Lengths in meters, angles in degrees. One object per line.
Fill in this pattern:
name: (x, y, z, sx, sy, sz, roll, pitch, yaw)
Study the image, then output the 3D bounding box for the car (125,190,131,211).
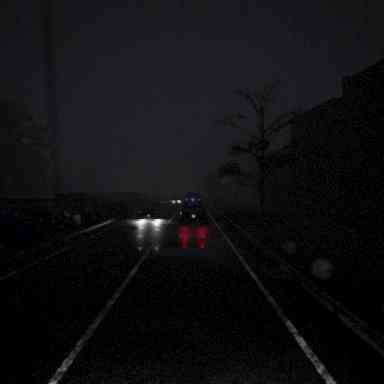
car: (-8.891, 1.100, 30.856, 5.566, 2.045, 2.435, 0, 0, 0)

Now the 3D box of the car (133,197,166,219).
car: (-3.348, 1.432, 28.235, 2.033, 1.411, 5.357, 0, 0, 0)

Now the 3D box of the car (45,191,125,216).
car: (-8.887, 1.111, 28.053, 5.566, 2.045, 2.435, 0, 0, 0)

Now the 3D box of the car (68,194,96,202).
car: (-22.040, 1.145, 66.533, 4.892, 1.521, 2.231, 0, 1, 0)

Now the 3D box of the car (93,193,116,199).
car: (-21.883, 0.947, 83.184, 5.366, 1.575, 1.946, 0, 1, 0)

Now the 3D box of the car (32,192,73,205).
car: (-21.999, 1.013, 52.647, 5.566, 2.045, 2.435, 0, 0, 0)

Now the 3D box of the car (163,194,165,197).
car: (-8.978, 1.109, 72.915, 4.674, 1.452, 2.002, 0, 1, 0)

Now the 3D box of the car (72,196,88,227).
car: (-8.936, 1.268, 19.644, 4.553, 1.767, 2.185, 0, 0, 0)

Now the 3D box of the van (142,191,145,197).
van: (-9.054, 1.072, 44.873, 4.442, 1.987, 1.878, 0, 0, 0)

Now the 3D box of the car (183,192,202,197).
car: (0.104, 1.044, 41.515, 2.150, 2.045, 5.566, 0, 0, 0)

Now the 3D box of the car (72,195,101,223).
car: (-8.877, 1.258, 22.447, 4.553, 1.767, 2.185, 0, 0, 0)

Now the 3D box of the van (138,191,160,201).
van: (-9.088, 0.876, 70.109, 4.442, 1.987, 1.878, 0, 1, 0)

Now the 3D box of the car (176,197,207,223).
car: (0.100, 1.391, 24.526, 2.128, 1.511, 4.902, 0, 0, 0)

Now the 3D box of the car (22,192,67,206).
car: (-22.053, 1.029, 49.870, 5.566, 2.045, 2.435, 0, 0, 0)

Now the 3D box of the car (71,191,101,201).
car: (-22.021, 0.861, 69.304, 5.566, 2.045, 2.435, 0, 1, 0)

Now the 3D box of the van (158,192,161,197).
van: (-8.847, 0.940, 64.499, 4.442, 1.987, 1.878, 0, 1, 0)

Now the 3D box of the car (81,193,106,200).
car: (-22.063, 1.047, 74.859, 5.008, 1.535, 2.097, 0, 1, 0)

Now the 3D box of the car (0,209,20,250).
car: (-8.864, 1.456, 11.235, 4.792, 1.488, 2.163, 0, 0, 0)

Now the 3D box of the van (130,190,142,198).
van: (-9.051, 1.083, 42.069, 4.442, 1.987, 1.878, 0, 0, 0)

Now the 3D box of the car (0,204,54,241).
car: (-8.892, 1.415, 14.038, 5.008, 1.535, 2.097, 0, 0, 0)

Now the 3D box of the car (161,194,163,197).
car: (-8.962, 1.134, 67.309, 5.008, 1.535, 2.097, 0, 1, 0)

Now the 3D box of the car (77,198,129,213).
car: (-8.920, 1.381, 33.661, 4.674, 1.452, 2.002, 0, 0, 0)

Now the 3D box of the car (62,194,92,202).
car: (-22.037, 1.174, 63.755, 5.008, 1.535, 2.097, 0, 1, 0)

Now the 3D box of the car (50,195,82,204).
car: (-22.006, 1.258, 58.207, 4.792, 1.488, 2.163, 0, 0, 0)

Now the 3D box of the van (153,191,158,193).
van: (-9.077, 0.967, 61.698, 4.442, 1.987, 1.878, 0, 1, 0)

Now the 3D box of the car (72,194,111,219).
car: (-8.881, 1.247, 25.250, 4.553, 1.767, 2.185, 0, 0, 0)

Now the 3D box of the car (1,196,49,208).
car: (-22.203, 1.299, 44.320, 5.366, 1.575, 1.946, 0, 0, 0)

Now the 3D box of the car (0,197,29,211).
car: (-21.981, 1.352, 38.769, 4.792, 1.488, 2.163, 0, 0, 0)

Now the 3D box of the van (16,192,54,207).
van: (-22.137, 1.065, 47.094, 4.442, 1.987, 1.878, 0, 0, 0)

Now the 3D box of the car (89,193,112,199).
car: (-22.094, 1.012, 80.409, 4.792, 1.488, 2.163, 0, 1, 0)

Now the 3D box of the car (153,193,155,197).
car: (-8.955, 1.261, 53.286, 4.892, 1.521, 2.231, 0, 0, 0)

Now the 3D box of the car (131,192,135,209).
car: (-8.958, 1.205, 36.463, 4.553, 1.767, 2.185, 0, 0, 0)

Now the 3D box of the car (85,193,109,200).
car: (-22.067, 1.016, 77.634, 4.892, 1.521, 2.231, 0, 1, 0)

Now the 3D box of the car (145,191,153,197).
car: (-8.913, 1.036, 47.677, 5.566, 2.045, 2.435, 0, 0, 0)

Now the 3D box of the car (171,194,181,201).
car: (-3.247, 1.147, 70.542, 1.994, 1.385, 4.181, 0, 1, 0)

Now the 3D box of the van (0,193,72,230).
van: (-8.784, 1.179, 16.840, 4.442, 1.987, 1.878, 0, 0, 0)

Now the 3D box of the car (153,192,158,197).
car: (-8.986, 1.250, 58.897, 4.792, 1.488, 2.163, 0, 1, 0)

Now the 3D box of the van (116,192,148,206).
van: (-9.062, 1.051, 50.477, 4.442, 1.987, 1.878, 0, 0, 0)

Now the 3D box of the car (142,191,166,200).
car: (-8.954, 0.752, 78.518, 5.566, 2.045, 2.435, 0, 1, 0)

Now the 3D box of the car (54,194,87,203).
car: (-22.223, 1.198, 60.978, 5.366, 1.575, 1.946, 0, 1, 0)

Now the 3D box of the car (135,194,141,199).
car: (-8.924, 1.321, 39.267, 4.892, 1.521, 2.231, 0, 0, 0)
